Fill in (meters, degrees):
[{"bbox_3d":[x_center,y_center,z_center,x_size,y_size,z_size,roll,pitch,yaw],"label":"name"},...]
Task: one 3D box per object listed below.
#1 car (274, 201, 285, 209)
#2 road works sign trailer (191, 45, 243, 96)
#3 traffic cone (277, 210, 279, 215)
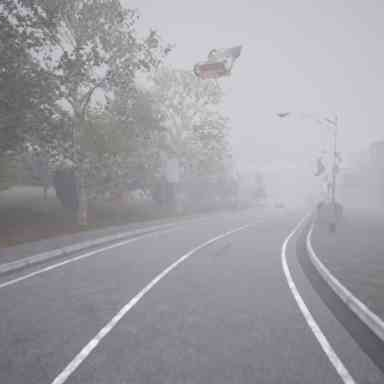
[{"bbox_3d":[16.222,2.351,61.339,2.033,1.411,5.357,2,0,19],"label":"car"},{"bbox_3d":[1.964,-8.577,22.579,2.380,3.560,2.880,2,-37,30],"label":"road works sign trailer"},{"bbox_3d":[10.519,2.507,40.520,0.340,0.580,0.340,2,0,22],"label":"traffic cone"}]
